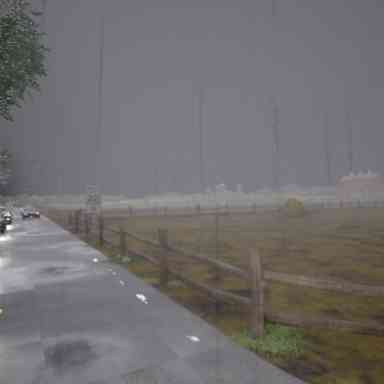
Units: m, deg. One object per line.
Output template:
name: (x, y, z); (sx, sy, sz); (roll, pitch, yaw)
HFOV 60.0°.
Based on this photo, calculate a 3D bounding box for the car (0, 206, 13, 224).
car: (-18.554, 2.212, 32.085); (2.097, 1.767, 4.553); (-2, -1, -27)

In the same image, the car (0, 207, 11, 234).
car: (-14.183, 2.107, 23.518); (1.882, 1.535, 5.008); (-2, -1, -27)

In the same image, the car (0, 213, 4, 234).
car: (-9.945, 1.946, 15.285); (1.812, 1.442, 4.674); (-2, -1, -27)

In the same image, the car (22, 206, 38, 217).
car: (-23.546, 2.769, 48.165); (1.994, 1.385, 4.181); (-2, -1, -27)

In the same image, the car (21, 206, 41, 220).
car: (-19.002, 2.556, 39.316); (1.895, 1.301, 4.718); (-2, -1, -27)
